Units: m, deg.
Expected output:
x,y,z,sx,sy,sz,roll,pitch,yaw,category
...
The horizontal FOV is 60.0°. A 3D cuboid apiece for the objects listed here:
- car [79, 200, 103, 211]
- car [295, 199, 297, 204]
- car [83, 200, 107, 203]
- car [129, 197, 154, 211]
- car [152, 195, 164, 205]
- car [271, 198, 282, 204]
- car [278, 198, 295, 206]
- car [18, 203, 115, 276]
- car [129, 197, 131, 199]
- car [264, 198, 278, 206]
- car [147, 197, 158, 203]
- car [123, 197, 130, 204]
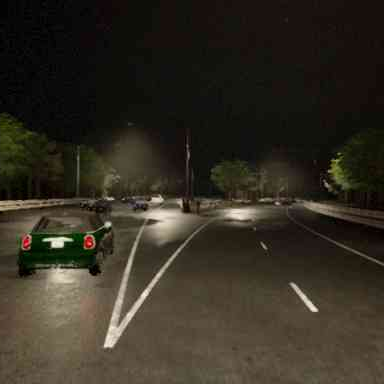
x,y,z,sx,sy,sz,roll,pitch,yaw,category
-13.733,1.773,45.539,1.895,1.301,4.718,1,0,-2,car
24.054,2.182,80.232,1.994,1.385,4.181,0,-1,22,car
-9.493,1.689,34.335,2.033,1.411,5.357,1,0,-4,car
-6.613,1.779,43.726,2.033,1.411,5.357,1,0,-3,car
-7.156,1.607,69.244,2.150,2.045,5.566,1,0,1,car
20.526,2.169,80.852,1.895,1.301,4.718,0,-1,22,car
20.106,2.179,70.623,2.033,1.411,5.357,0,0,22,car
-3.731,1.385,10.693,2.097,1.767,4.553,1,0,-7,car
-10.546,1.891,65.874,1.994,1.385,4.181,1,0,0,car
16.727,2.216,71.609,1.895,1.301,4.718,0,0,22,car
-10.201,2.014,86.233,1.994,1.385,4.181,1,0,3,car
-14.087,1.899,74.442,1.994,1.385,4.181,1,0,2,car
